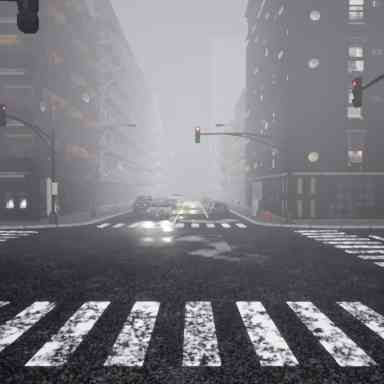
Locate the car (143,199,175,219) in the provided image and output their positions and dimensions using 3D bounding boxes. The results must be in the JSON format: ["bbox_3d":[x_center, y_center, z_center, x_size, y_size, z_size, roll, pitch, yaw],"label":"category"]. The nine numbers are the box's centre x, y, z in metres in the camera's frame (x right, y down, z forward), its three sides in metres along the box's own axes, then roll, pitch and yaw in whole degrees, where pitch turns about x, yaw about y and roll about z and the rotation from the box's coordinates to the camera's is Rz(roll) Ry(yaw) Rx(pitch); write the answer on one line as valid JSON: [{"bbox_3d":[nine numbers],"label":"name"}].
[{"bbox_3d":[-2.814,1.592,29.100,1.895,1.301,4.718,0,0,0],"label":"car"}]

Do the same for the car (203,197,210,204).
[{"bbox_3d":[2.599,1.539,36.978,2.008,1.369,4.403,-1,0,0],"label":"car"}]

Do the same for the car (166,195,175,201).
[{"bbox_3d":[-5.229,1.490,81.174,1.752,1.417,4.829,-1,0,0],"label":"car"}]

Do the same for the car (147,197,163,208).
[{"bbox_3d":[-5.269,1.508,47.951,1.752,1.417,4.829,-1,0,0],"label":"car"}]

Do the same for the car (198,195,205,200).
[{"bbox_3d":[2.665,1.539,92.370,1.802,1.307,4.206,-1,0,0],"label":"car"}]

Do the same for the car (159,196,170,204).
[{"bbox_3d":[-5.248,1.557,64.732,1.802,1.307,4.206,-1,0,0],"label":"car"}]

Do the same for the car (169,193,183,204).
[{"bbox_3d":[-2.728,1.202,59.495,2.150,2.045,5.566,0,0,0],"label":"car"}]

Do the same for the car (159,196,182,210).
[{"bbox_3d":[-2.783,1.533,42.677,2.033,1.411,5.357,0,0,0],"label":"car"}]

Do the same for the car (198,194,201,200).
[{"bbox_3d":[2.645,1.551,75.752,1.802,1.307,4.206,-1,0,0],"label":"car"}]

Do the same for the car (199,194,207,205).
[{"bbox_3d":[2.625,1.523,59.135,1.887,1.381,4.507,-1,0,0],"label":"car"}]

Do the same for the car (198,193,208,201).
[{"bbox_3d":[2.649,1.280,81.292,2.192,1.841,5.009,-1,0,0],"label":"car"}]

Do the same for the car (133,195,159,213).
[{"bbox_3d":[-5.284,1.303,37.046,2.192,1.841,5.009,-1,0,0],"label":"car"}]

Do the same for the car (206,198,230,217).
[{"bbox_3d":[2.593,1.572,31.439,1.802,1.307,4.206,-1,0,0],"label":"car"}]

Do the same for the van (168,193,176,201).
[{"bbox_3d":[-5.225,1.302,86.881,1.690,1.788,3.998,-1,0,0],"label":"van"}]
